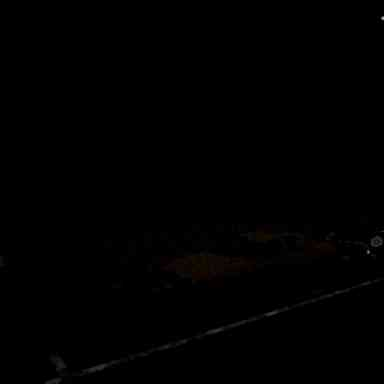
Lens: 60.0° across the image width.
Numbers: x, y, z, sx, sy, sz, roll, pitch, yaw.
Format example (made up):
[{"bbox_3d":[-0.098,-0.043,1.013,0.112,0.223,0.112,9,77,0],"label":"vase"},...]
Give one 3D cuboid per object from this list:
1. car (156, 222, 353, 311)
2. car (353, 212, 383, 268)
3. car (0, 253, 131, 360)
[{"bbox_3d":[1.517,1.517,7.711,4.829,1.417,1.752,0,0,-35],"label":"car"},{"bbox_3d":[6.223,1.422,11.051,4.097,1.590,1.967,0,0,-35],"label":"car"},{"bbox_3d":[-2.913,1.582,4.567,4.206,1.307,1.802,0,0,-35],"label":"car"}]
